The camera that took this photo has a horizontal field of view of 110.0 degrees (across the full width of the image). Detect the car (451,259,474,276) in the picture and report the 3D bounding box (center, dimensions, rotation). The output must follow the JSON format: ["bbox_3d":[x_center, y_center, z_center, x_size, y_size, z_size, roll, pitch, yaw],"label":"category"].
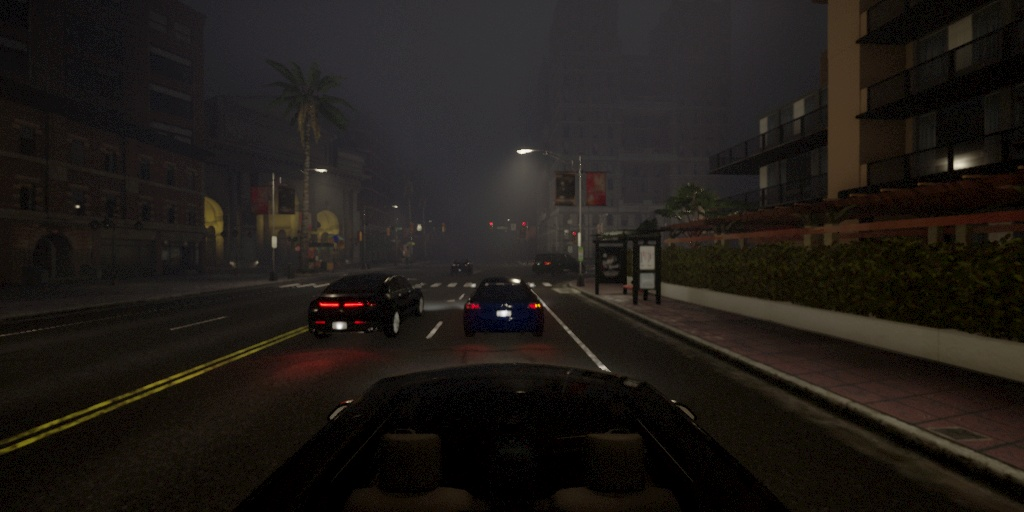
[{"bbox_3d":[-4.772,1.040,34.572,2.128,1.511,4.902,0,0,-2],"label":"car"}]

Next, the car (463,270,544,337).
[{"bbox_3d":[-0.254,1.262,10.133,1.994,1.385,4.181,0,0,-2],"label":"car"}]

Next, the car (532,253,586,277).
[{"bbox_3d":[4.289,0.780,32.221,5.566,2.045,2.150,0,0,-41],"label":"car"}]

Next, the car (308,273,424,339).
[{"bbox_3d":[-3.743,1.206,9.971,1.837,1.490,4.892,0,0,-3],"label":"car"}]
